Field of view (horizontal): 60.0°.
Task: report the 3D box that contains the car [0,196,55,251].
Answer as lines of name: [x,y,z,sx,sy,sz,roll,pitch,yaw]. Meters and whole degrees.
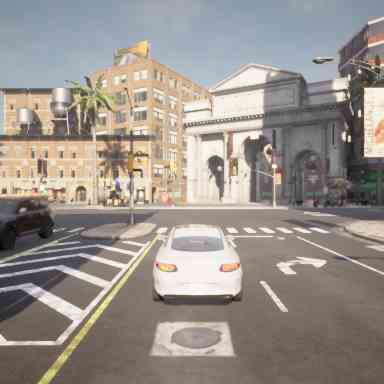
car: [-7.976,1.221,14.438,2.150,2.045,5.566,0,0,2]

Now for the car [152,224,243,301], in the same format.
car: [0.109,1.526,8.211,1.812,1.442,4.674,0,0,0]

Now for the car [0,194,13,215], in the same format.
car: [-21.409,1.224,33.529,5.566,2.045,2.150,0,0,1]
